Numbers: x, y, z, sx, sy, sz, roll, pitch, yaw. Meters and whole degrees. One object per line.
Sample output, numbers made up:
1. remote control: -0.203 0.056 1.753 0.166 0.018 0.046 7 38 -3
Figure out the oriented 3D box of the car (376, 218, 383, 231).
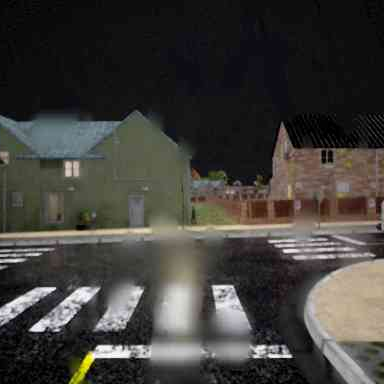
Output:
1. car: 10.728 1.108 13.858 5.357 1.411 2.033 -2 0 -1
